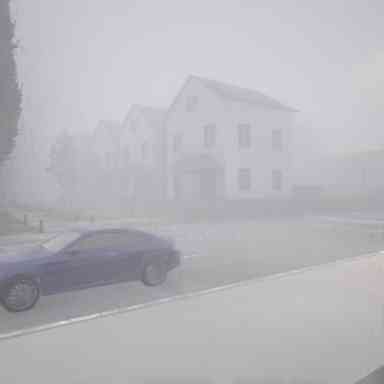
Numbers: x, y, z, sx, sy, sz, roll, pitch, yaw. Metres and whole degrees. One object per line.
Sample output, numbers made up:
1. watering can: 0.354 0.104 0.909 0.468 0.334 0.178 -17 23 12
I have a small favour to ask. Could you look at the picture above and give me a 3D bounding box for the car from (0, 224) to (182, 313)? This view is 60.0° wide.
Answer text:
1. car: -2.425 1.522 7.778 4.674 1.442 1.812 0 0 -36
